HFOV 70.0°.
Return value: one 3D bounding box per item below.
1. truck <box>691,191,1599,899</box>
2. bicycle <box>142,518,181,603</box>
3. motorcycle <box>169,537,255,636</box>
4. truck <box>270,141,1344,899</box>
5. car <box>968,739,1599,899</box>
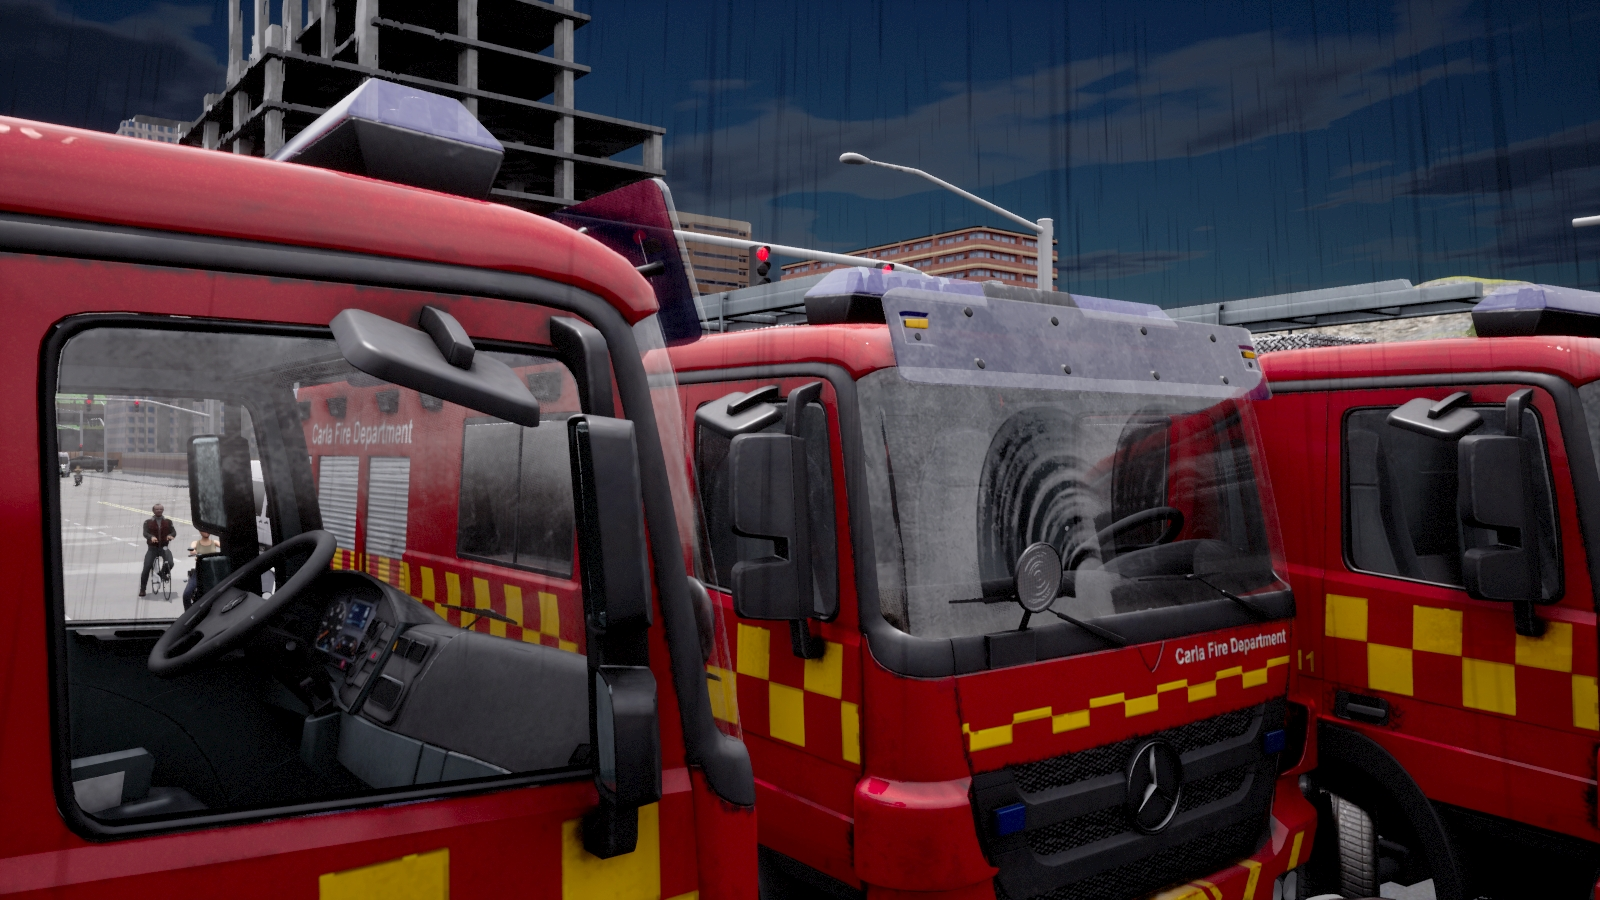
[{"bbox_3d":[2.348,0.890,8.605,2.891,3.827,8.468,0,0,-31],"label":"truck"},{"bbox_3d":[-12.095,2.060,21.614,0.329,1.471,1.835,0,0,-39],"label":"bicycle"},{"bbox_3d":[-9.533,2.155,18.464,0.764,1.307,2.356,0,0,-39],"label":"motorcycle"},{"bbox_3d":[-1.099,0.890,8.003,2.891,3.827,8.468,0,0,-38],"label":"truck"},{"bbox_3d":[2.437,2.065,3.109,1.970,1.475,3.806,0,0,-30],"label":"car"}]
